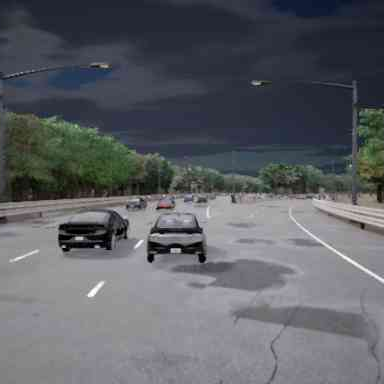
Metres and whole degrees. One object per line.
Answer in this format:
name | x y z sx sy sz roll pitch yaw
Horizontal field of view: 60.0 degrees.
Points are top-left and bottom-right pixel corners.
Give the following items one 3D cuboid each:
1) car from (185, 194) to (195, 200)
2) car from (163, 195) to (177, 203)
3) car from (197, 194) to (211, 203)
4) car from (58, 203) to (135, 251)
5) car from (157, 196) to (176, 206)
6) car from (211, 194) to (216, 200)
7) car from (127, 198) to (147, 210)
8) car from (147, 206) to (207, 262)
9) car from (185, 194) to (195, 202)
car | -0.547 1.320 94.967 2.128 1.511 4.902 0 0 10
car | -4.436 1.424 67.888 1.994 1.385 4.181 0 0 7
car | 2.112 1.397 64.056 1.837 1.490 4.892 0 0 6
car | -3.907 1.455 14.003 1.882 1.535 5.008 0 0 0
car | -3.155 1.488 41.517 1.994 1.385 4.181 0 0 3
car | 5.255 1.359 87.344 2.128 1.511 4.902 0 0 10
car | -6.779 1.438 40.717 1.812 1.442 4.674 0 0 3
car | -0.494 1.483 12.068 2.128 1.511 4.902 0 0 -1
car | -0.467 1.385 72.240 1.812 1.442 4.674 0 0 7
